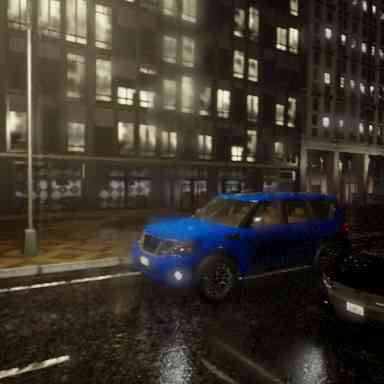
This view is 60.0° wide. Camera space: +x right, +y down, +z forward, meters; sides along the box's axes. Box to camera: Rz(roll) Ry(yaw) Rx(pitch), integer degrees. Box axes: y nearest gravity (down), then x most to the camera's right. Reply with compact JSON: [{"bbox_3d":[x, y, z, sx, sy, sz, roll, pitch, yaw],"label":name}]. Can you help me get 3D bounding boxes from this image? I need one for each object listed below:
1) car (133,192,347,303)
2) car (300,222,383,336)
[{"bbox_3d":[1.432,1.027,7.994,5.566,2.045,2.150,1,2,-32],"label":"car"},{"bbox_3d":[4.463,1.412,6.061,5.008,1.535,1.882,0,2,-32],"label":"car"}]
